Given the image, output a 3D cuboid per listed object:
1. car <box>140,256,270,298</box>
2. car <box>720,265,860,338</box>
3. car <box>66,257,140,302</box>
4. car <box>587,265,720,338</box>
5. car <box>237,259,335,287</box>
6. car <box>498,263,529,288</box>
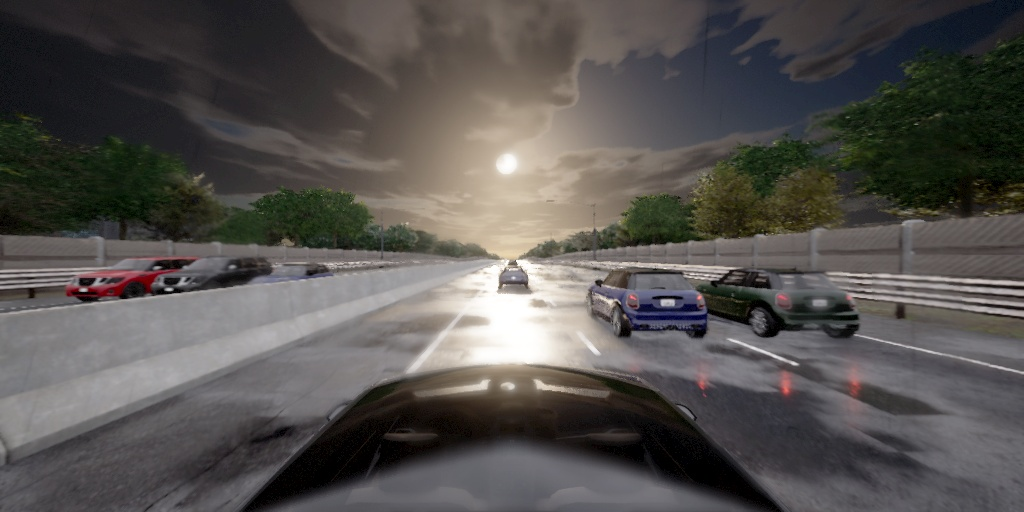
[{"bbox_3d":[-13.997,1.023,17.396,2.150,2.045,5.566,0,0,0],"label":"car"},{"bbox_3d":[7.102,1.113,10.398,2.097,1.767,4.553,0,0,0],"label":"car"},{"bbox_3d":[-17.497,1.041,17.402,2.150,2.045,5.566,0,0,0],"label":"car"},{"bbox_3d":[3.602,1.113,10.406,2.097,1.767,4.553,0,0,0],"label":"car"},{"bbox_3d":[-10.497,1.161,17.463,2.097,1.767,4.553,0,0,0],"label":"car"},{"bbox_3d":[0.103,1.363,24.520,1.994,1.385,4.181,0,0,0],"label":"car"}]
